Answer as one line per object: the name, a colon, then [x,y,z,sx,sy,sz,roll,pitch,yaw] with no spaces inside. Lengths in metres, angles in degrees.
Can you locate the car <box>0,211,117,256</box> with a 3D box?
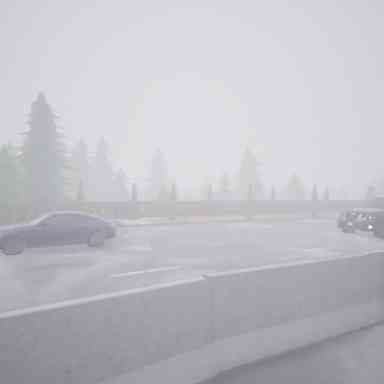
car: [-5.245,1.469,12.865,4.674,1.442,1.812,0,0,-33]

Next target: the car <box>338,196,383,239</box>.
car: [10.324,1.210,17.548,5.566,2.045,2.150,0,0,-24]
